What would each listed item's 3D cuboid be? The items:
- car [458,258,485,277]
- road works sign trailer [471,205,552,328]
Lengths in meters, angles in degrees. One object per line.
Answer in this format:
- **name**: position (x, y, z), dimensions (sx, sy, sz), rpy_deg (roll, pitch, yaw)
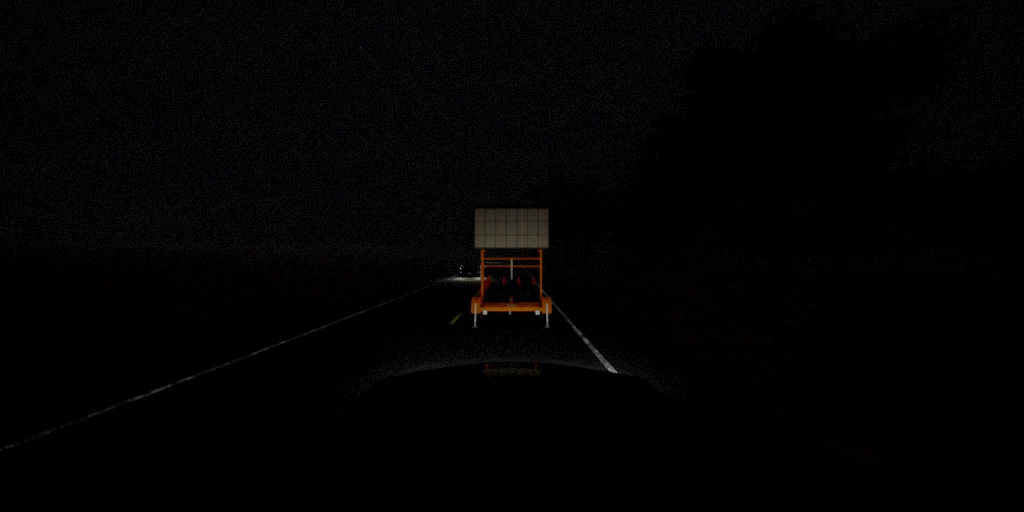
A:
- **car**: position (-3.664, 0.948, 33.281), dimensions (2.097, 1.767, 4.553), rpy_deg (0, 1, 0)
- **road works sign trailer**: position (-0.009, 0.199, 11.305), dimensions (2.380, 3.560, 2.880), rpy_deg (0, 0, 0)
